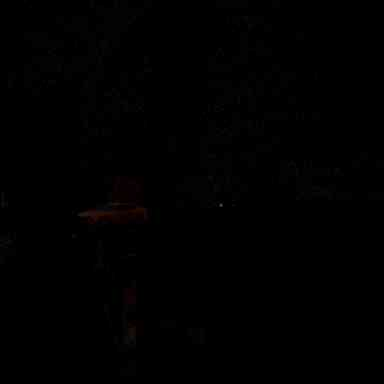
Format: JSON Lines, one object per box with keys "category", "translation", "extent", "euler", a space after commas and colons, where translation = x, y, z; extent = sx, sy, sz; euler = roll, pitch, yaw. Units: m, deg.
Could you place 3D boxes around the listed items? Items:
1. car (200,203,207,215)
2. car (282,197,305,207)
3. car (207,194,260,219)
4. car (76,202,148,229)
{"category": "car", "translation": [2.629, 1.445, 32.047], "extent": [1.837, 1.490, 4.892], "euler": [0, 0, 36]}
{"category": "car", "translation": [15.120, 1.472, 49.098], "extent": [2.033, 1.411, 5.357], "euler": [0, 0, 36]}
{"category": "car", "translation": [3.917, 1.166, 28.823], "extent": [2.150, 2.045, 5.566], "euler": [0, 0, 36]}
{"category": "car", "translation": [-5.041, 1.445, 21.480], "extent": [1.882, 1.535, 5.008], "euler": [0, 0, 36]}
